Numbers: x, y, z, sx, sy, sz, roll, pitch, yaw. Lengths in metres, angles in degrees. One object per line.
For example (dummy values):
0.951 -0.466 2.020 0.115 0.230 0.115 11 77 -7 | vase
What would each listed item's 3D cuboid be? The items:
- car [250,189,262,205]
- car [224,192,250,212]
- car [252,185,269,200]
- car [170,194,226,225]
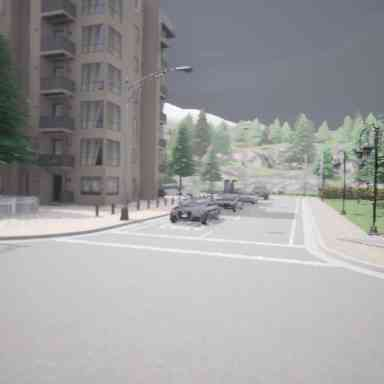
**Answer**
6.307 0.674 37.437 1.895 1.301 4.718 2 2 18 | car
3.180 0.814 27.929 2.033 1.411 5.357 2 2 18 | car
9.966 0.073 48.411 2.150 2.045 5.566 2 1 19 | car
0.288 1.012 19.060 1.994 1.385 4.181 2 2 19 | car
